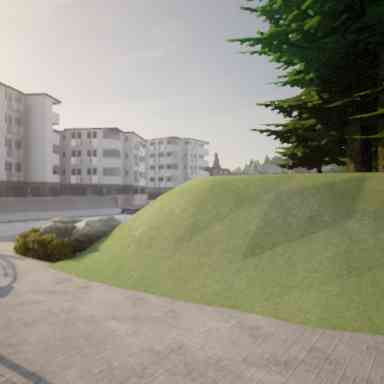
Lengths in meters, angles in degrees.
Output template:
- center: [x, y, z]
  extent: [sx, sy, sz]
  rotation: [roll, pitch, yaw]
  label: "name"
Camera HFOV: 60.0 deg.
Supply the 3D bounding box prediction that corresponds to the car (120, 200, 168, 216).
- center: [-4.606, 1.538, 33.034]
  extent: [2.033, 1.411, 5.357]
  rotation: [0, 0, 36]
  label: "car"
